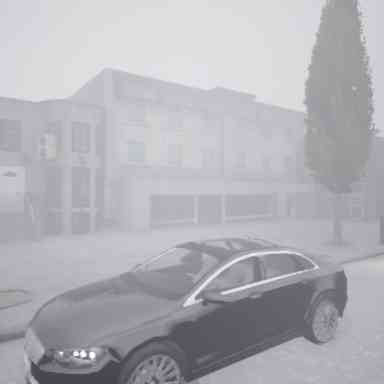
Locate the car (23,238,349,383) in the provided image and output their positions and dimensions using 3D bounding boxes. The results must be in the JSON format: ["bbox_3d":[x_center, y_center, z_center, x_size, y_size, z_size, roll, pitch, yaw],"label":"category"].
[{"bbox_3d":[0.309,1.493,4.821,4.902,1.511,2.128,0,0,-35],"label":"car"}]
